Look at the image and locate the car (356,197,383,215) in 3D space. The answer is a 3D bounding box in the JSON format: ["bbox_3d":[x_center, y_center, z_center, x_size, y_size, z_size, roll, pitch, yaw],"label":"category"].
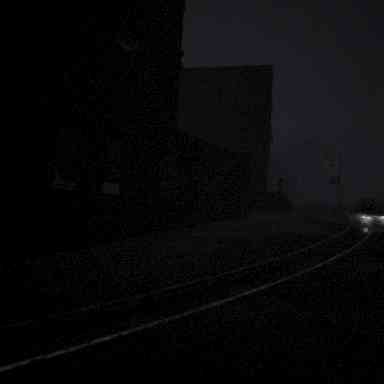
[{"bbox_3d":[16.746,1.186,31.186,1.882,1.535,5.008,3,2,16],"label":"car"}]
